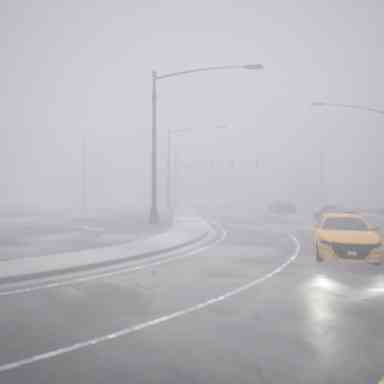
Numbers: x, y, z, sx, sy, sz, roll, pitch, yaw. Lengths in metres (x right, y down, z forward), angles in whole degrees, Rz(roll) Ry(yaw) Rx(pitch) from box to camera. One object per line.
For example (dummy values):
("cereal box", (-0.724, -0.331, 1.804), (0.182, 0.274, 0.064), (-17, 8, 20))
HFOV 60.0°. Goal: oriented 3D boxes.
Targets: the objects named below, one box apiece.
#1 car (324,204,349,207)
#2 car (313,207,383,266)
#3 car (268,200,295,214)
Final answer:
("car", (10.514, 1.624, 24.450), (1.812, 1.442, 4.674), (0, -1, -1))
("car", (5.484, 1.527, 12.089), (1.882, 1.535, 5.008), (1, 0, 19))
("car", (10.015, 1.610, 37.495), (1.882, 1.535, 5.008), (0, 0, -2))
